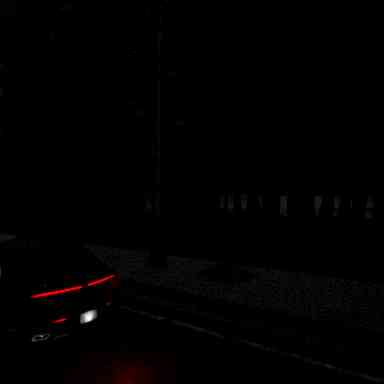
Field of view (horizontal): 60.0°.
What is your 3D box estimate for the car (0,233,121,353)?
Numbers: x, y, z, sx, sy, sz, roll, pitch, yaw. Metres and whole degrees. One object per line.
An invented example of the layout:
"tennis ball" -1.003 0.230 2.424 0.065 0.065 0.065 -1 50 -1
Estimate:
"car" -3.439 1.529 6.139 4.892 1.490 1.837 0 0 35
